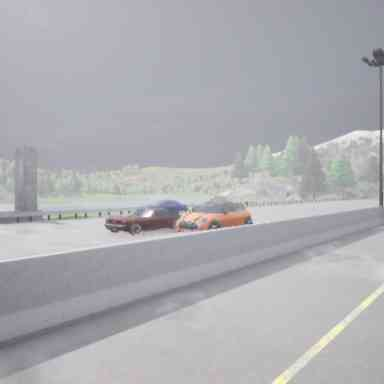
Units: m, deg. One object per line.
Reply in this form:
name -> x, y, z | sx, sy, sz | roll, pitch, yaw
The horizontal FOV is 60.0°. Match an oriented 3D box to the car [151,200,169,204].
car -> -2.550, 1.418, 28.921 | 1.882, 1.535, 5.008 | 0, 0, 42

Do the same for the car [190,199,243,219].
car -> 2.224, 1.402, 29.005 | 1.882, 1.535, 5.008 | 0, 0, 42

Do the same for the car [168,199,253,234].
car -> 1.249, 1.306, 17.423 | 2.097, 1.767, 4.553 | 0, 0, 42

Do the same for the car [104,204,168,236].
car -> -2.471, 1.566, 18.515 | 1.895, 1.301, 4.718 | 0, 0, 42
